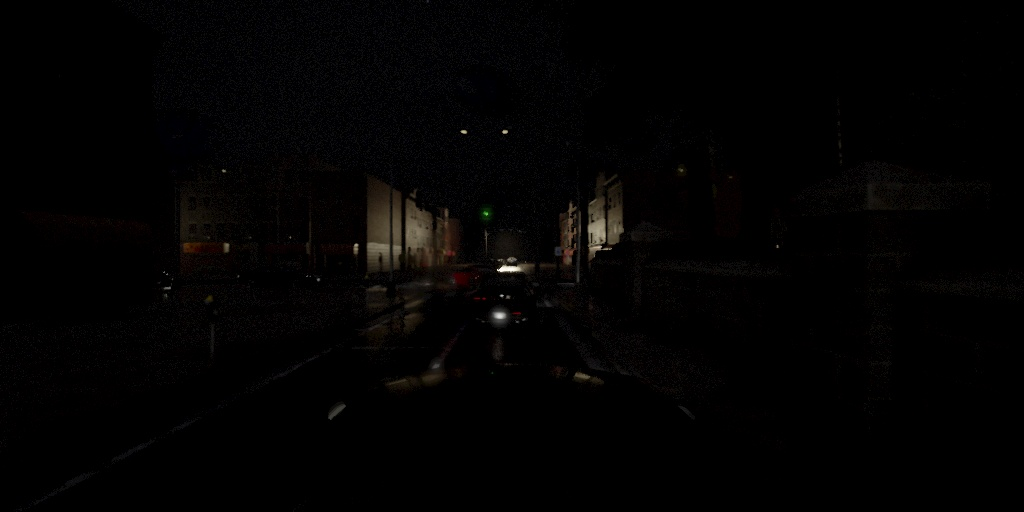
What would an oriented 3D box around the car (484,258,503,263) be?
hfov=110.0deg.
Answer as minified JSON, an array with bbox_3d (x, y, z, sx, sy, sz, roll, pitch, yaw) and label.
[{"bbox_3d":[-2.632,1.115,43.387,2.192,1.841,5.009,0,0,0],"label":"car"}]

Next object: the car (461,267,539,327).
[{"bbox_3d":[-0.196,1.266,11.506,1.837,1.490,4.892,0,0,2],"label":"car"}]

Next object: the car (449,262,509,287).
[{"bbox_3d":[-2.310,1.308,22.624,1.812,1.442,4.674,0,0,-32],"label":"car"}]

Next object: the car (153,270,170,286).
[{"bbox_3d":[-25.124,1.157,23.256,4.553,1.767,2.097,0,0,0],"label":"car"}]

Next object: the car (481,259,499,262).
[{"bbox_3d":[-2.633,1.318,37.765,1.751,1.417,4.829,0,0,0],"label":"car"}]

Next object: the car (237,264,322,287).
[{"bbox_3d":[-14.991,1.284,23.243,4.902,1.511,2.128,0,0,0],"label":"car"}]

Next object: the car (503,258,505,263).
[{"bbox_3d":[-2.630,1.390,59.743,1.948,1.339,4.313,0,0,0],"label":"car"}]
